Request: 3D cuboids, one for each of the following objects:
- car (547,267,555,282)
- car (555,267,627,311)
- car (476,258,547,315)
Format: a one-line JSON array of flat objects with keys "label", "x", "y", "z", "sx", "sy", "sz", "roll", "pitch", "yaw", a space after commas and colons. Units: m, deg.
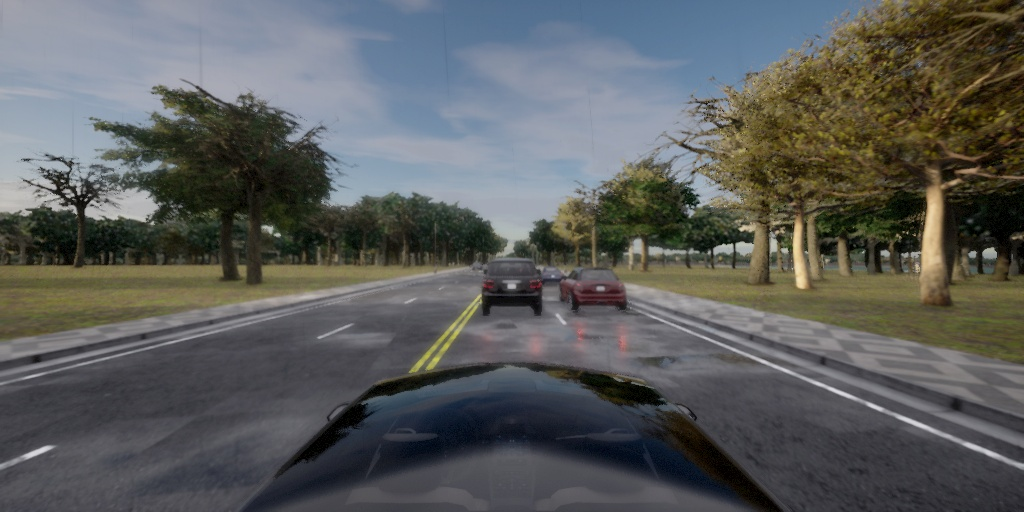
[{"label": "car", "x": 3.270, "y": 1.614, "z": 30.386, "sx": 1.994, "sy": 1.385, "sz": 4.181, "roll": 0, "pitch": -1, "yaw": 0}, {"label": "car", "x": 3.270, "y": 1.238, "z": 15.285, "sx": 2.097, "sy": 1.767, "sz": 4.553, "roll": 0, "pitch": -1, "yaw": 0}, {"label": "car", "x": 0.008, "y": 1.103, "z": 14.424, "sx": 2.150, "sy": 2.045, "sz": 5.566, "roll": 0, "pitch": 0, "yaw": 0}]
